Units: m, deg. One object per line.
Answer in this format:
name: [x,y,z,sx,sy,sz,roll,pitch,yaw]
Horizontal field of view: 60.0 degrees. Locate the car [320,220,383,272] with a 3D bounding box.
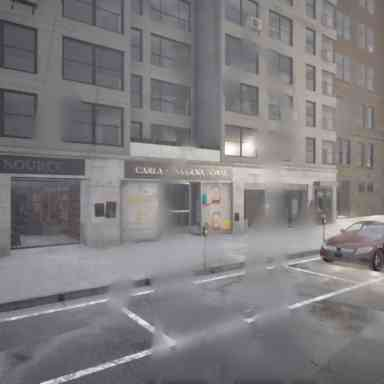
car: [5.907,1.582,10.778,4.206,1.307,1.802,0,0,-36]
